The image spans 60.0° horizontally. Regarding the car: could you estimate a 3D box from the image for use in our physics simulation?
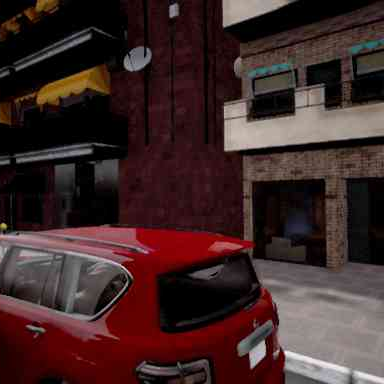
[{"bbox_3d":[-1.442,1.314,3.919,5.009,1.841,2.192,0,-1,36],"label":"car"}]
